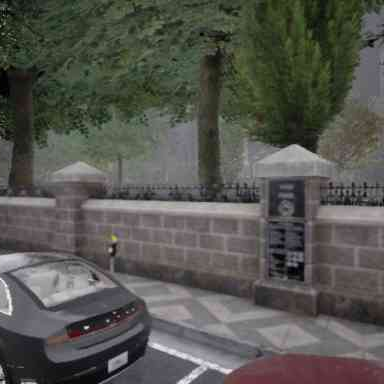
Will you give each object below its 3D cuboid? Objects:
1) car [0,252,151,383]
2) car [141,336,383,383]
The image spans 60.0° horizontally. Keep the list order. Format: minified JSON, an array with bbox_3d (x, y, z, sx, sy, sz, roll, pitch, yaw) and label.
[{"bbox_3d":[-2.558,1.555,4.792,4.403,1.369,2.008,0,0,36],"label":"car"},{"bbox_3d":[1.933,1.584,1.574,4.206,1.307,1.802,0,0,36],"label":"car"}]
